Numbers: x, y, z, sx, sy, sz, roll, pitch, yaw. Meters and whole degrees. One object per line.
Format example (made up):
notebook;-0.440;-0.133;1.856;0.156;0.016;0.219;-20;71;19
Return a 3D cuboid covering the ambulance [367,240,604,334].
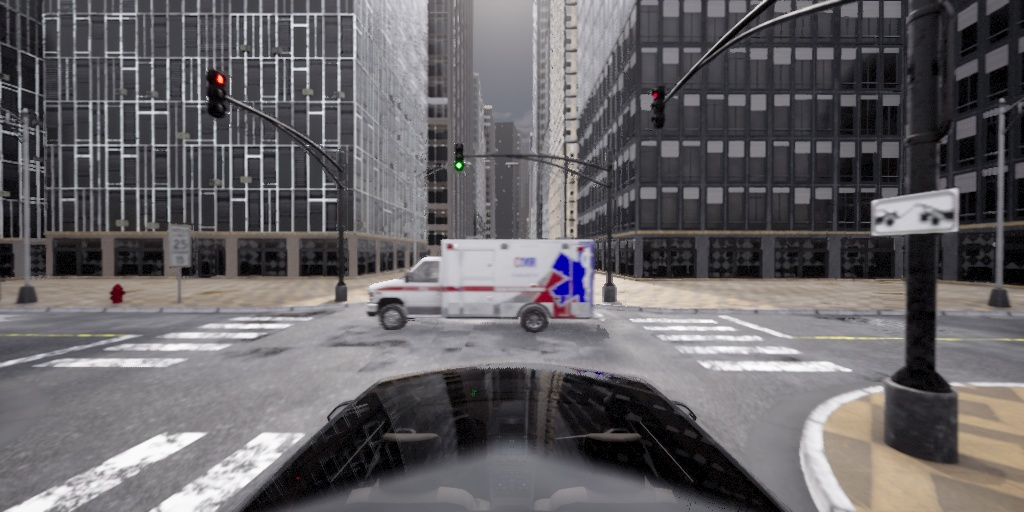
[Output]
ambulance;-0.774;0.779;10.356;6.366;2.431;2.351;0;0;1
